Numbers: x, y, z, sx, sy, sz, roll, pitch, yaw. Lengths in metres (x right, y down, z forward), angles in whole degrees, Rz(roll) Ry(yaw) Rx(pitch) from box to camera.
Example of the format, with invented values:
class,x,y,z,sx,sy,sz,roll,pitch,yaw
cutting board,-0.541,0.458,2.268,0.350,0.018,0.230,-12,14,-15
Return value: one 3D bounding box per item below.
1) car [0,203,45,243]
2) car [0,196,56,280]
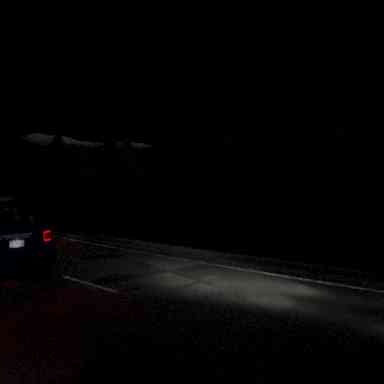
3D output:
class,x,y,z,sx,sy,sz,roll,pitch,yaw
car,-8.937,1.347,15.749,4.674,1.442,1.812,1,1,41
car,-5.676,1.121,8.414,5.566,2.045,2.150,1,1,38
